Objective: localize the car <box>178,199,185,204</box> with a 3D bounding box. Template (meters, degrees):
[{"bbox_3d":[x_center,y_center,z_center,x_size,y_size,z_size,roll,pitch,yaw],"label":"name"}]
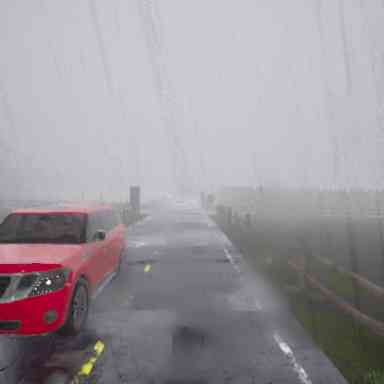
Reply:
[{"bbox_3d":[-2.783,2.537,89.809,1.994,1.385,4.181,0,-1,0],"label":"car"}]

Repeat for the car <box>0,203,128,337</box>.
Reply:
[{"bbox_3d":[-2.852,1.295,7.129,2.150,2.045,5.566,0,-1,0],"label":"car"}]
